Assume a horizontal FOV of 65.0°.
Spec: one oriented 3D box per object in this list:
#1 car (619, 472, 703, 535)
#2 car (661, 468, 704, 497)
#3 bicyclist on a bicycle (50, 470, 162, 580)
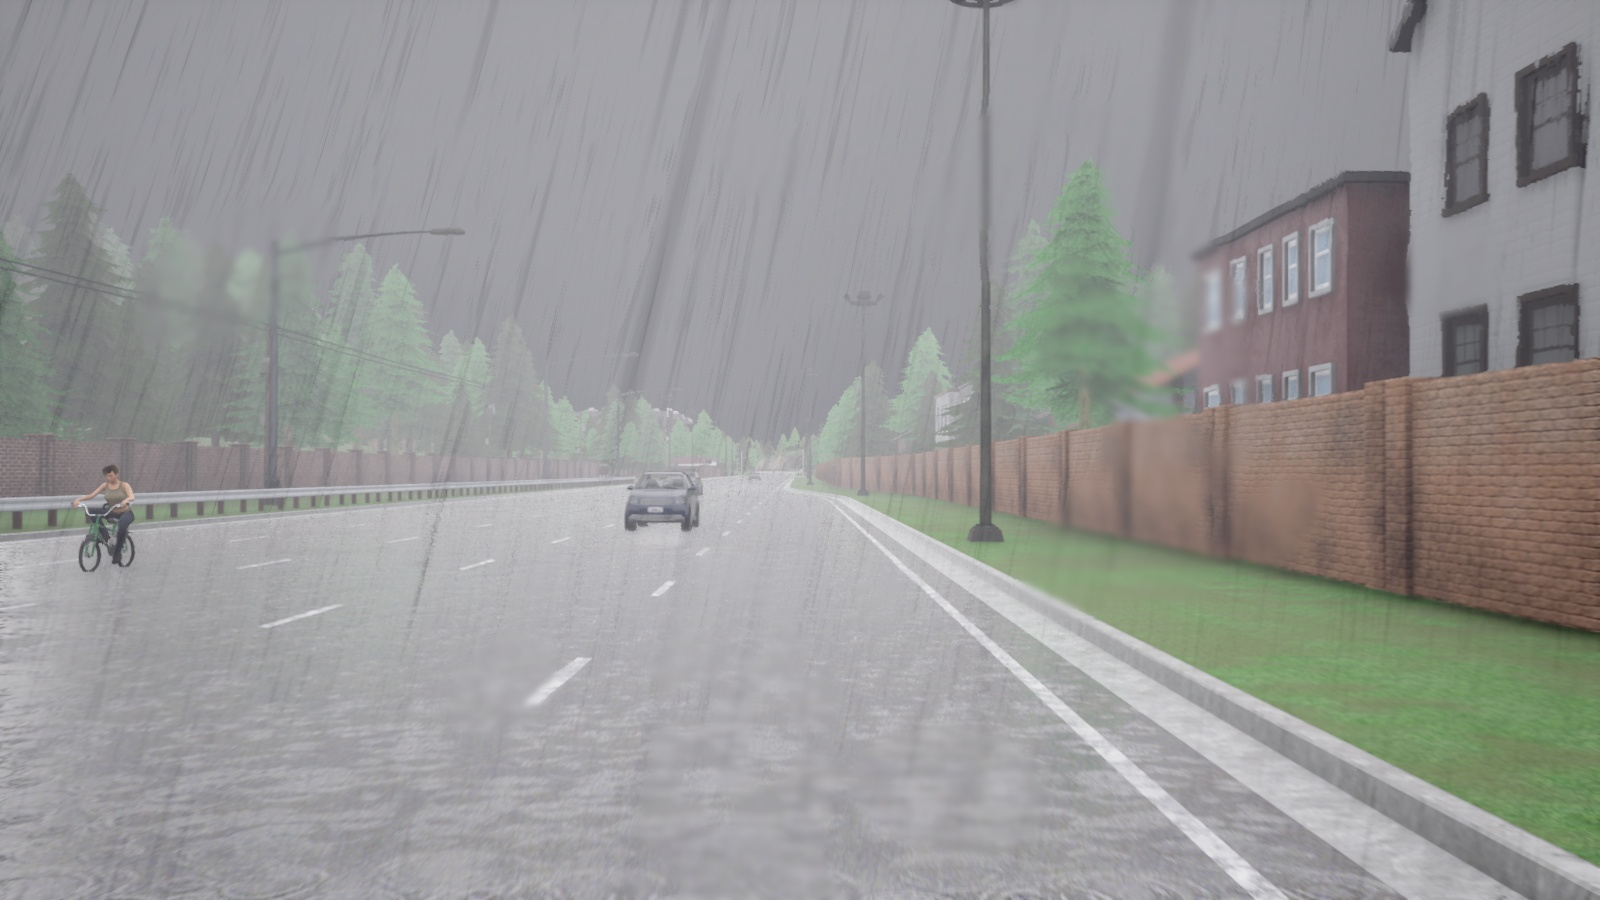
[{"bbox_3d":[-3.581,1.359,32.937,1.789,1.549,3.705,0,-1,0],"label":"car"},{"bbox_3d":[-7.190,1.983,77.363,2.242,1.667,4.611,0,-1,0],"label":"car"},{"bbox_3d":[-10.542,1.114,19.143,0.866,1.612,1.509,0,-1,0],"label":"bicyclist on a bicycle"}]
